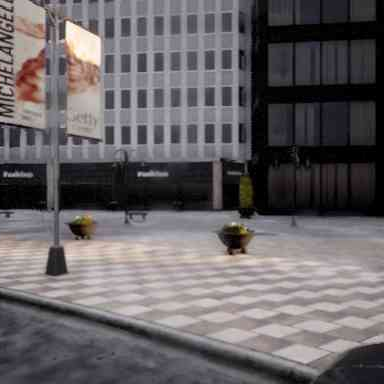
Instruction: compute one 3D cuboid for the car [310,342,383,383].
[{"bbox_3d":[2.881,1.498,1.245,4.892,1.490,1.837,0,0,37],"label":"car"}]
